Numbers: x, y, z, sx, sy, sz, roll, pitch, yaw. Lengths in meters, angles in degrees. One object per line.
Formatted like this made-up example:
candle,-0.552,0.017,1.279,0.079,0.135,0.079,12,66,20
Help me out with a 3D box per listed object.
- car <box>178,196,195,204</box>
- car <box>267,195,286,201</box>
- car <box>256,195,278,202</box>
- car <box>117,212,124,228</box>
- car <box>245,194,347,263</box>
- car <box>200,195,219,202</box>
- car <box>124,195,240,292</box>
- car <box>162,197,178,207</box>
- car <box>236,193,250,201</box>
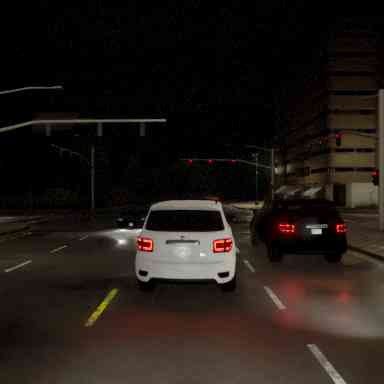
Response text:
car,-0.997,1.506,66.112,1.837,1.490,4.892,0,0,20
car,21.840,1.524,86.259,4.674,1.442,1.812,0,0,-22
car,18.202,1.540,80.233,5.357,1.411,2.033,0,0,-34
car,-3.608,1.549,22.363,2.033,1.411,5.357,0,0,0
car,3.577,1.221,12.180,2.150,2.045,5.566,0,0,0
car,4.066,1.478,76.054,1.882,1.535,5.008,0,0,34
car,0.016,1.221,9.154,2.150,2.045,5.566,0,0,4
car,-3.363,1.505,51.610,1.837,1.490,4.892,0,0,3
car,13.073,1.225,80.741,5.566,2.045,2.150,0,0,-41
